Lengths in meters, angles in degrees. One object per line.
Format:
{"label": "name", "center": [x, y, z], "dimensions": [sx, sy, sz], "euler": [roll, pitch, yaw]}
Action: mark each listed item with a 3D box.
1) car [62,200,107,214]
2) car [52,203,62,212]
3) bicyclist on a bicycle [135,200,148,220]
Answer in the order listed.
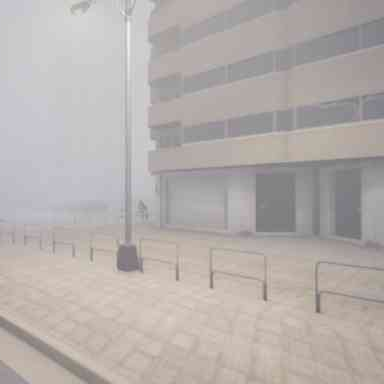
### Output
{"label": "car", "center": [-12.558, 1.757, 39.975], "dimensions": [1.837, 1.490, 4.892], "euler": [0, 0, 40]}
{"label": "car", "center": [-15.258, 1.772, 42.201], "dimensions": [1.837, 1.490, 4.892], "euler": [0, 0, 40]}
{"label": "bicyclist on a bicycle", "center": [-4.160, 1.482, 27.428], "dimensions": [1.656, 1.620, 0.582], "euler": [-1, 0, 40]}
